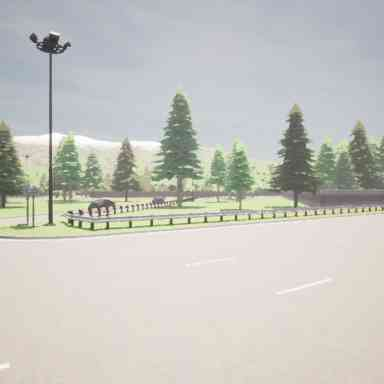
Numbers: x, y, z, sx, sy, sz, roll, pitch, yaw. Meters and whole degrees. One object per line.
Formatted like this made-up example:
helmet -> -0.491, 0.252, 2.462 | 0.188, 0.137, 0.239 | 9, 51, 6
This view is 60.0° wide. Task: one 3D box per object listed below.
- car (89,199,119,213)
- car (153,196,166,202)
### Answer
car -> -9.928, 1.526, 37.611 | 1.812, 1.442, 4.674 | 0, 0, 13
car -> -6.211, 1.492, 63.390 | 2.128, 1.511, 4.902 | 0, 0, 5
